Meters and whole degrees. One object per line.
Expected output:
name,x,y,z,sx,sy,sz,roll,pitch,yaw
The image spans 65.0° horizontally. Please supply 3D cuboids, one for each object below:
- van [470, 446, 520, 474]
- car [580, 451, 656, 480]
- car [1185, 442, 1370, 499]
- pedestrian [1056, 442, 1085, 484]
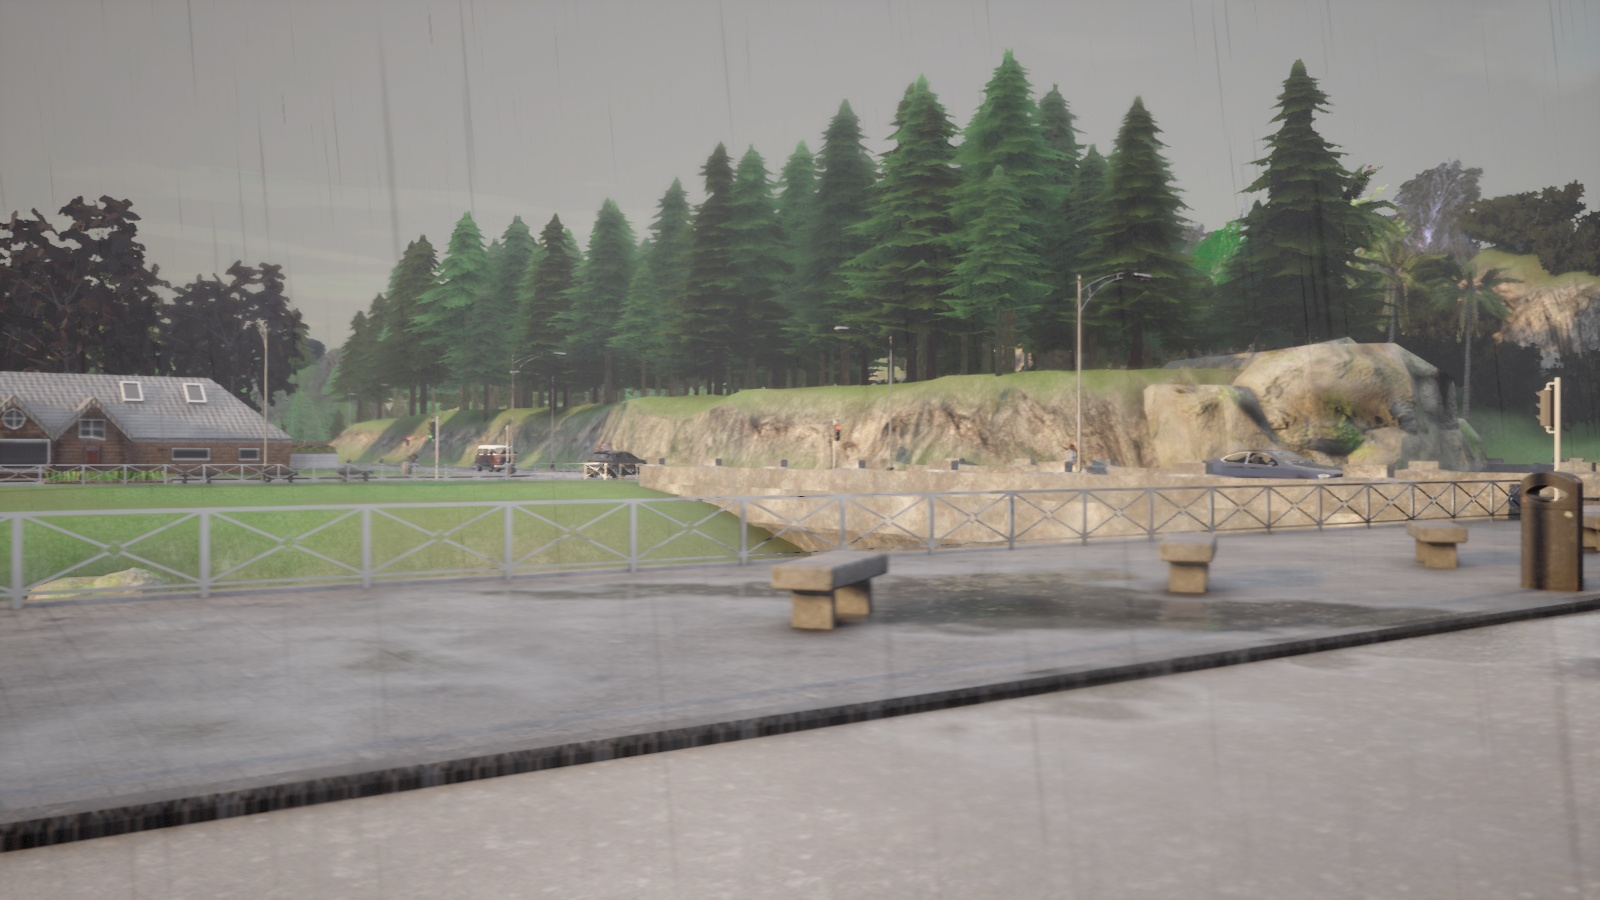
van,-22.463,0.742,92.406,2.069,2.038,4.480,0,0,-35
car,-10.739,0.880,74.417,2.033,1.649,4.856,0,0,27
car,14.698,0.588,38.975,2.152,1.651,5.027,0,0,-35
pedestrian,12.134,0.567,56.388,0.874,1.855,0.900,0,0,-34
